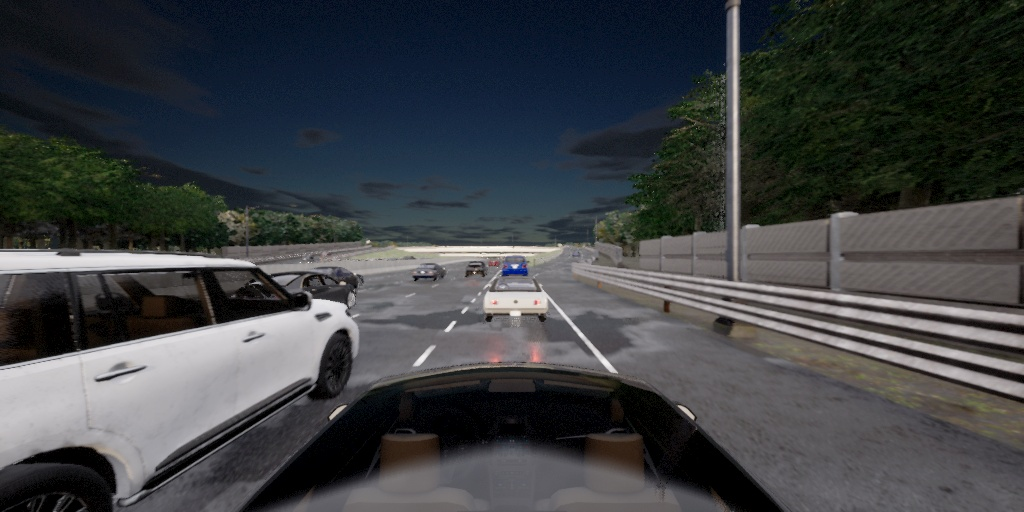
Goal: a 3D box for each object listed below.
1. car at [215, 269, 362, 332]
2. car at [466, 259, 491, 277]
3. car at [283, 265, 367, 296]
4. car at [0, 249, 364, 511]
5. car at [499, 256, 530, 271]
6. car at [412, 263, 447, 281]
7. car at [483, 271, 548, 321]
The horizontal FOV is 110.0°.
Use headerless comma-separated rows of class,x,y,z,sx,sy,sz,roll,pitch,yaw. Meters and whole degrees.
car,-6.889,1.261,11.863,1.837,1.490,4.892,0,0,0
car,-3.408,1.278,35.151,1.837,1.490,4.892,0,0,0
car,-10.371,1.310,20.516,2.033,1.411,5.357,0,0,0
car,-3.501,0.976,3.304,2.150,2.045,5.566,0,0,0
car,0.370,0.991,31.041,2.150,2.045,5.566,0,0,3
car,-6.829,1.316,30.000,2.033,1.411,5.357,0,0,0
car,0.111,1.358,12.464,1.895,1.301,4.718,0,0,0
